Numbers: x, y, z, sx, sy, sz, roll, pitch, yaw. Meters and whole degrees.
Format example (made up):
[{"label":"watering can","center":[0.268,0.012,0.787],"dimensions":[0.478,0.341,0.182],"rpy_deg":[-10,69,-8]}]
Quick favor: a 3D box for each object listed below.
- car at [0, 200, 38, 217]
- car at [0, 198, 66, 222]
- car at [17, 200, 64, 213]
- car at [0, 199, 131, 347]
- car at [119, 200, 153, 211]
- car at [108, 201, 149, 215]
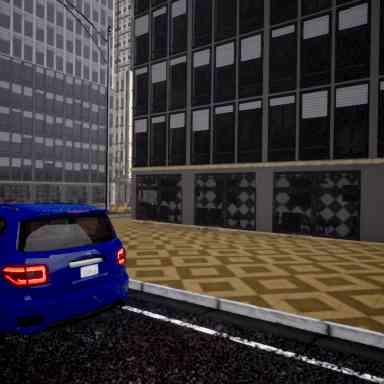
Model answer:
[{"label":"car","center":[-18.392,1.606,33.429],"dimensions":[2.128,1.511,4.902],"rpy_deg":[1,0,36]},{"label":"car","center":[-14.106,1.519,29.500],"dimensions":[2.192,1.841,5.009],"rpy_deg":[1,0,36]},{"label":"car","center":[-17.603,1.643,38.875],"dimensions":[1.752,1.417,4.829],"rpy_deg":[1,0,36]},{"label":"car","center":[-3.659,1.218,6.292],"dimensions":[5.566,2.045,2.150],"rpy_deg":[0,0,35]},{"label":"car","center":[-7.931,1.872,47.597],"dimensions":[1.895,1.301,4.718],"rpy_deg":[1,0,37]},{"label":"car","center":[-7.308,1.830,38.711],"dimensions":[1.752,1.417,4.829],"rpy_deg":[1,0,36]}]
